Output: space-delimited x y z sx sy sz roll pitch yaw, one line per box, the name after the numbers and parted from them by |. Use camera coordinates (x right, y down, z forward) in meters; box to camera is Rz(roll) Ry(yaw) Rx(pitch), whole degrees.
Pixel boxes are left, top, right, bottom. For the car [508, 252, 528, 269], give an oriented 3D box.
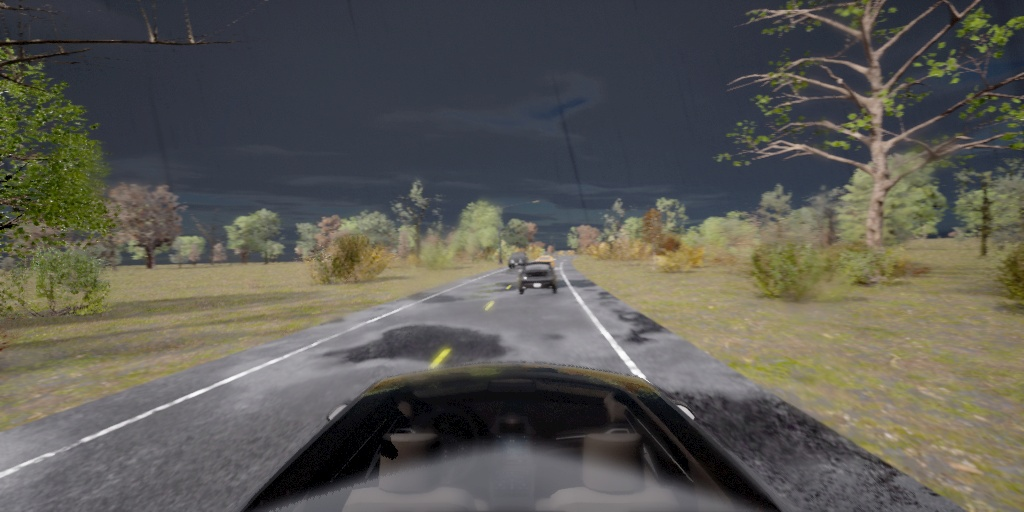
0.882 0.544 44.875 2.150 2.045 5.566 -3 1 8 | car

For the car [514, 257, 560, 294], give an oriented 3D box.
1.392 1.029 18.580 1.837 1.490 4.892 -3 1 6 | car
